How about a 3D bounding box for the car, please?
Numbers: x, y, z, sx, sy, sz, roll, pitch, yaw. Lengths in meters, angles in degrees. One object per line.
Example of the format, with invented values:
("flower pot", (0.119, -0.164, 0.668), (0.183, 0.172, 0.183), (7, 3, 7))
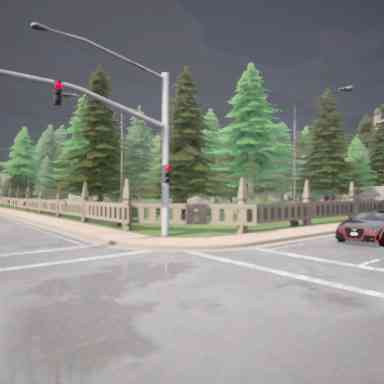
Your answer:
("car", (8.306, 1.562, 15.095), (4.181, 1.385, 1.994), (0, 0, -39))
